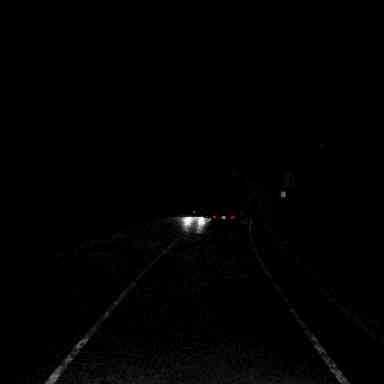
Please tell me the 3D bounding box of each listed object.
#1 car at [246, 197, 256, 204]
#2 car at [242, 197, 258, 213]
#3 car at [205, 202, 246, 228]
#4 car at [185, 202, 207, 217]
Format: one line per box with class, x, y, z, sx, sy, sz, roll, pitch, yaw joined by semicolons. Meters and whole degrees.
car;12.748;1.840;71.466;1.812;1.442;4.674;1;0;15
car;6.993;1.719;40.825;1.882;1.535;5.008;2;0;17
car;2.461;1.661;23.344;2.033;1.411;5.357;1;0;11
car;0.694;1.651;32.307;1.994;1.385;4.181;1;0;14
